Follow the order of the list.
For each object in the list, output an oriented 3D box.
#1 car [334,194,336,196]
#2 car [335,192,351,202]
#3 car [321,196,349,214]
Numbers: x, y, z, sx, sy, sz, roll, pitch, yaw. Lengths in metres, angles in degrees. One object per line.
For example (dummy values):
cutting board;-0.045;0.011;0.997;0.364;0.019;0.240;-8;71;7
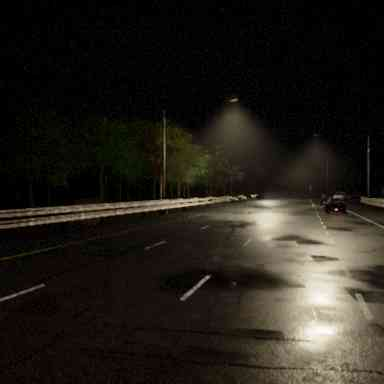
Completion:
car;21.902;1.430;53.886;1.812;1.442;4.674;0;0;23
car;32.535;1.101;72.030;2.150;2.045;5.566;0;0;40
car;14.927;1.445;34.814;1.837;1.490;4.892;0;0;19
